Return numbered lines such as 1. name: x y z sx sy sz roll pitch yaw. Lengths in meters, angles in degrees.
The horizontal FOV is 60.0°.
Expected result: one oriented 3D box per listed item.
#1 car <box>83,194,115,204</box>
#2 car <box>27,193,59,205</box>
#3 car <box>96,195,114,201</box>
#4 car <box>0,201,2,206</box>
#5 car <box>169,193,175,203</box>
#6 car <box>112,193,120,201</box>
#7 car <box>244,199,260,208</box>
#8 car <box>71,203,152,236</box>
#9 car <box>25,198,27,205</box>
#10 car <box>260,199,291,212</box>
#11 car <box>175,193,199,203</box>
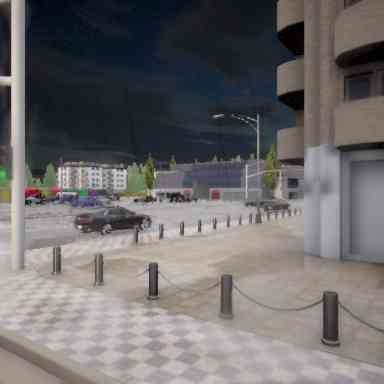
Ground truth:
1. car: -15.446 1.449 55.409 1.970 1.475 3.806 0 0 36
2. car: -29.192 1.207 65.237 1.932 1.855 4.605 0 0 36
3. car: -21.283 1.450 81.152 1.970 1.475 3.806 0 0 36
4. car: -28.969 1.449 46.551 1.970 1.475 3.806 0 0 36
5. car: -3.019 1.210 67.979 1.905 1.878 3.866 0 0 36
6. car: -18.943 1.210 79.447 1.905 1.878 3.866 0 0 36
7. car: 9.814 1.719 50.799 1.895 1.301 4.718 0 0 36
8. car: -4.360 1.568 19.043 1.837 1.490 4.892 0 -1 36
9. car: -31.502 1.418 66.986 1.784 1.438 3.905 0 0 36
10. car: 10.167 1.565 39.285 1.837 1.490 4.892 0 -2 36
11. car: -0.706 1.207 66.239 1.932 1.855 4.605 0 0 36
